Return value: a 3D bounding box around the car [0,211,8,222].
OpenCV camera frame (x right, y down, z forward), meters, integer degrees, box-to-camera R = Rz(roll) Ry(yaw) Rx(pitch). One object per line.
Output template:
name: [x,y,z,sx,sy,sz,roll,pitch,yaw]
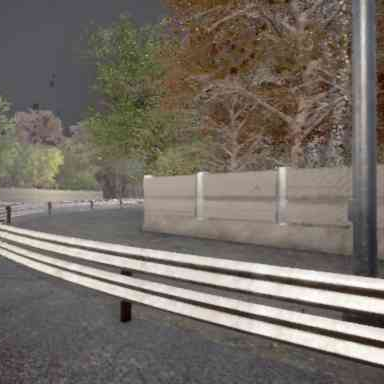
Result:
car: [-16.047,1.543,25.796,2.097,1.767,4.553,0,0,-10]
